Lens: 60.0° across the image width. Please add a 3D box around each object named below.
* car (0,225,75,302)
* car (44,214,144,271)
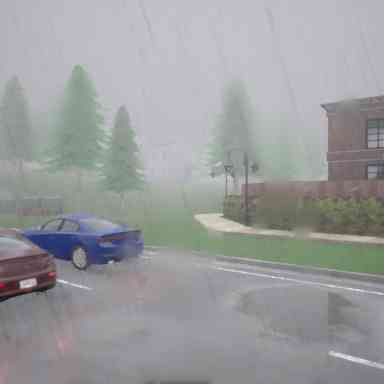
[{"bbox_3d":[-4.901,1.526,7.487,4.674,1.442,1.812,0,0,36],"label":"car"},{"bbox_3d":[-3.814,1.477,11.012,5.008,1.535,1.882,0,0,36],"label":"car"}]
